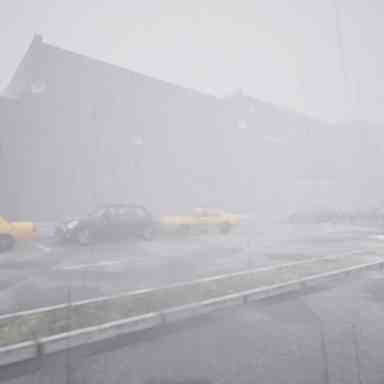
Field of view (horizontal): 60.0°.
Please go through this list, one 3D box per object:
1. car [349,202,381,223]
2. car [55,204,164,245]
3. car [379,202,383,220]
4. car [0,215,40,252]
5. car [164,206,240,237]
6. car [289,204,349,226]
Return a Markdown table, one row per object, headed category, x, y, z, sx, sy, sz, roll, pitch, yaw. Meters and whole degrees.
| category | x | y | z | sx | sy | sz | roll | pitch | yaw |
| --- | --- | --- | --- | --- | --- | --- | --- | --- | --- |
| car | 13.884 | 1.812 | 28.643 | 4.674 | 1.452 | 2.002 | 1 | 0 | -36 |
| car | -3.944 | 1.386 | 15.637 | 4.553 | 1.767 | 2.185 | 1 | 0 | -36 |
| car | 18.272 | 1.711 | 31.844 | 4.553 | 1.767 | 2.185 | 1 | 0 | -36 |
| car | -8.583 | 1.440 | 12.249 | 5.366 | 1.575 | 1.946 | 1 | 0 | -36 |
| car | 0.345 | 1.571 | 18.763 | 5.366 | 1.575 | 1.946 | 1 | 0 | -36 |
| car | 9.426 | 1.708 | 25.389 | 4.892 | 1.521 | 2.231 | 1 | 0 | -36 |
